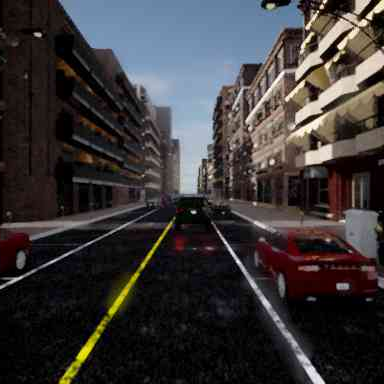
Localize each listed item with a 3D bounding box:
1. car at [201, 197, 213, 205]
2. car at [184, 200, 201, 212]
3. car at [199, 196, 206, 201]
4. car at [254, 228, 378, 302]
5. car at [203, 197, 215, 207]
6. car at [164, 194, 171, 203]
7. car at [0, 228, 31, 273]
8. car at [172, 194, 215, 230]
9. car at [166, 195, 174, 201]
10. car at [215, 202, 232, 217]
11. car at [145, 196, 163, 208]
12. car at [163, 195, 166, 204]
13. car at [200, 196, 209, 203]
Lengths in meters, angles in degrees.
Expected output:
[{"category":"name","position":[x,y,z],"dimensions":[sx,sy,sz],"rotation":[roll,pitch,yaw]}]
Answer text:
[{"category":"car","position":[2.673,1.591,58.887],"dimensions":[1.947,1.339,4.313],"rotation":[0,0,0]},{"category":"car","position":[0.086,1.619,39.661],"dimensions":[1.895,1.301,4.718],"rotation":[0,0,0]},{"category":"car","position":[2.664,1.617,87.068],"dimensions":[1.802,1.307,4.206],"rotation":[0,0,0]},{"category":"car","position":[2.688,1.549,8.161],"dimensions":[1.887,1.381,4.507],"rotation":[0,0,0]},{"category":"car","position":[2.675,1.548,53.420],"dimensions":[1.752,1.417,4.829],"rotation":[0,0,0]},{"category":"car","position":[-5.710,1.571,64.524],"dimensions":[1.887,1.381,4.507],"rotation":[0,0,0]},{"category":"car","position":[-5.692,1.549,8.163],"dimensions":[1.887,1.381,4.507],"rotation":[0,0,0]},{"category":"car","position":[0.092,1.232,21.372],"dimensions":[2.150,2.045,5.566],"rotation":[0,0,0]},{"category":"car","position":[-5.716,1.560,86.899],"dimensions":[1.752,1.417,4.829],"rotation":[0,0,0]},{"category":"car","position":[2.681,1.566,30.705],"dimensions":[2.008,1.369,4.403],"rotation":[0,0,0]},{"category":"car","position":[-5.705,1.572,47.615],"dimensions":[2.008,1.369,4.403],"rotation":[0,0,0]},{"category":"car","position":[-5.707,1.573,53.252],"dimensions":[2.008,1.369,4.403],"rotation":[0,0,0]},{"category":"car","position":[2.669,1.611,70.159],"dimensions":[1.802,1.307,4.206],"rotation":[0,0,0]}]
